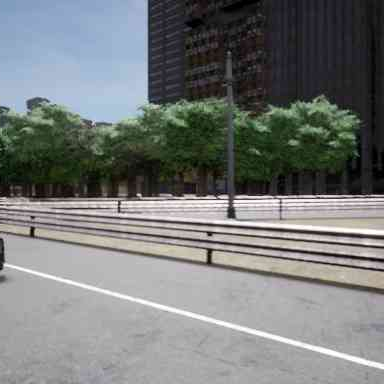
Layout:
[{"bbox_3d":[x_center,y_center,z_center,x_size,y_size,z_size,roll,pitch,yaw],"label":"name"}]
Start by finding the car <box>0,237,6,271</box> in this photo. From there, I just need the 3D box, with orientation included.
[{"bbox_3d":[-6.951,1.419,8.936,5.008,1.535,1.882,1,0,36],"label":"car"}]
